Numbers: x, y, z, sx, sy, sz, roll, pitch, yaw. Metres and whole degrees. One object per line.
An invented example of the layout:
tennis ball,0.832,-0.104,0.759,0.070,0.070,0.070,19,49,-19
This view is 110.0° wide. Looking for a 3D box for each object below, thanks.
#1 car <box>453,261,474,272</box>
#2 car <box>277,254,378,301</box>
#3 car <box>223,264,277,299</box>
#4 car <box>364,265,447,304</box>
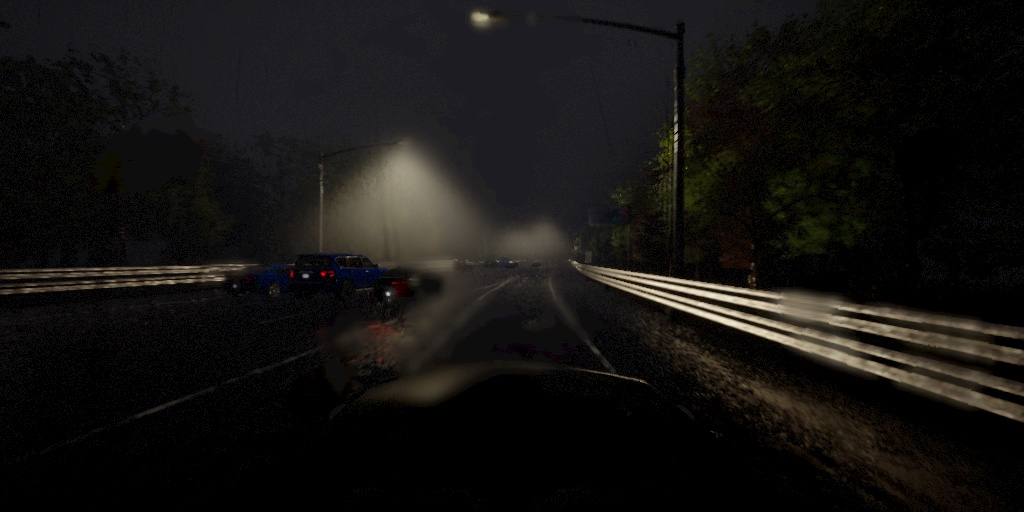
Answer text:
car,-6.553,1.397,48.967,2.128,1.511,4.902,1,0,9
car,-7.923,0.927,17.118,2.150,2.045,5.566,1,0,9
car,-11.380,1.149,17.677,1.882,1.535,5.008,1,0,9
car,-4.478,1.248,16.471,1.837,1.490,4.892,1,0,9
